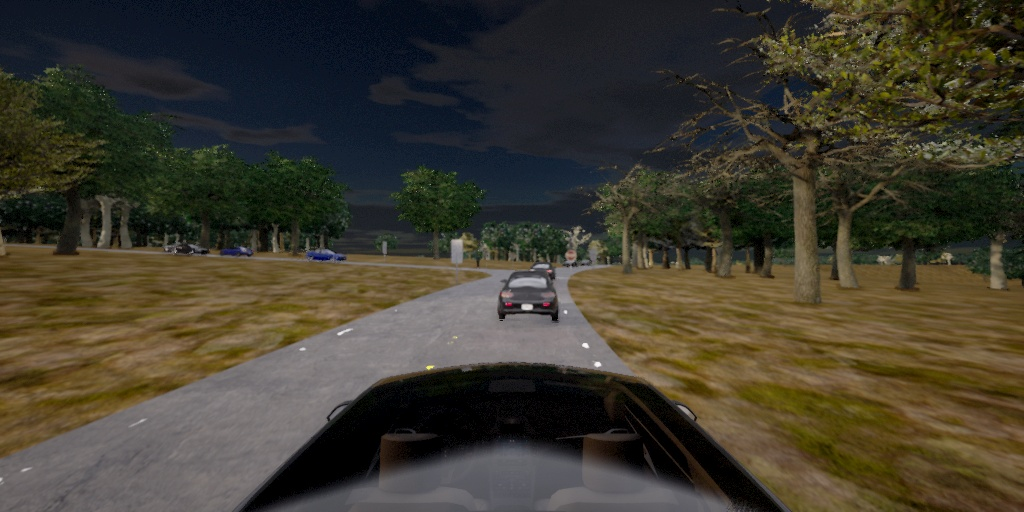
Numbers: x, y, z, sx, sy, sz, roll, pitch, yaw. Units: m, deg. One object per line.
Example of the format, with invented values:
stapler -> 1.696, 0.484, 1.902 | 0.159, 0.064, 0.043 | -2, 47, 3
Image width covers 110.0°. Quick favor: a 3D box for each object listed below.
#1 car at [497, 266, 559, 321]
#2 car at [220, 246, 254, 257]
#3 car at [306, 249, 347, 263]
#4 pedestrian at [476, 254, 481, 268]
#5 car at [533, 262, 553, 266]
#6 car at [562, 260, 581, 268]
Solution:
car -> 0.574, 1.225, 12.174 | 1.812, 1.442, 4.674 | 0, 0, 4
car -> -39.106, -0.646, 50.990 | 4.674, 1.442, 1.812 | 3, -1, 13
car -> -22.838, -0.026, 44.184 | 5.008, 1.535, 1.882 | 3, -1, 13
pedestrian -> -4.414, 0.638, 46.614 | 0.375, 1.860, 0.375 | 0, -4, 12
car -> 2.225, 1.160, 26.134 | 1.812, 1.442, 4.674 | 0, 0, 9
car -> 10.273, 1.325, 63.415 | 1.882, 1.535, 5.008 | 0, -1, 23
